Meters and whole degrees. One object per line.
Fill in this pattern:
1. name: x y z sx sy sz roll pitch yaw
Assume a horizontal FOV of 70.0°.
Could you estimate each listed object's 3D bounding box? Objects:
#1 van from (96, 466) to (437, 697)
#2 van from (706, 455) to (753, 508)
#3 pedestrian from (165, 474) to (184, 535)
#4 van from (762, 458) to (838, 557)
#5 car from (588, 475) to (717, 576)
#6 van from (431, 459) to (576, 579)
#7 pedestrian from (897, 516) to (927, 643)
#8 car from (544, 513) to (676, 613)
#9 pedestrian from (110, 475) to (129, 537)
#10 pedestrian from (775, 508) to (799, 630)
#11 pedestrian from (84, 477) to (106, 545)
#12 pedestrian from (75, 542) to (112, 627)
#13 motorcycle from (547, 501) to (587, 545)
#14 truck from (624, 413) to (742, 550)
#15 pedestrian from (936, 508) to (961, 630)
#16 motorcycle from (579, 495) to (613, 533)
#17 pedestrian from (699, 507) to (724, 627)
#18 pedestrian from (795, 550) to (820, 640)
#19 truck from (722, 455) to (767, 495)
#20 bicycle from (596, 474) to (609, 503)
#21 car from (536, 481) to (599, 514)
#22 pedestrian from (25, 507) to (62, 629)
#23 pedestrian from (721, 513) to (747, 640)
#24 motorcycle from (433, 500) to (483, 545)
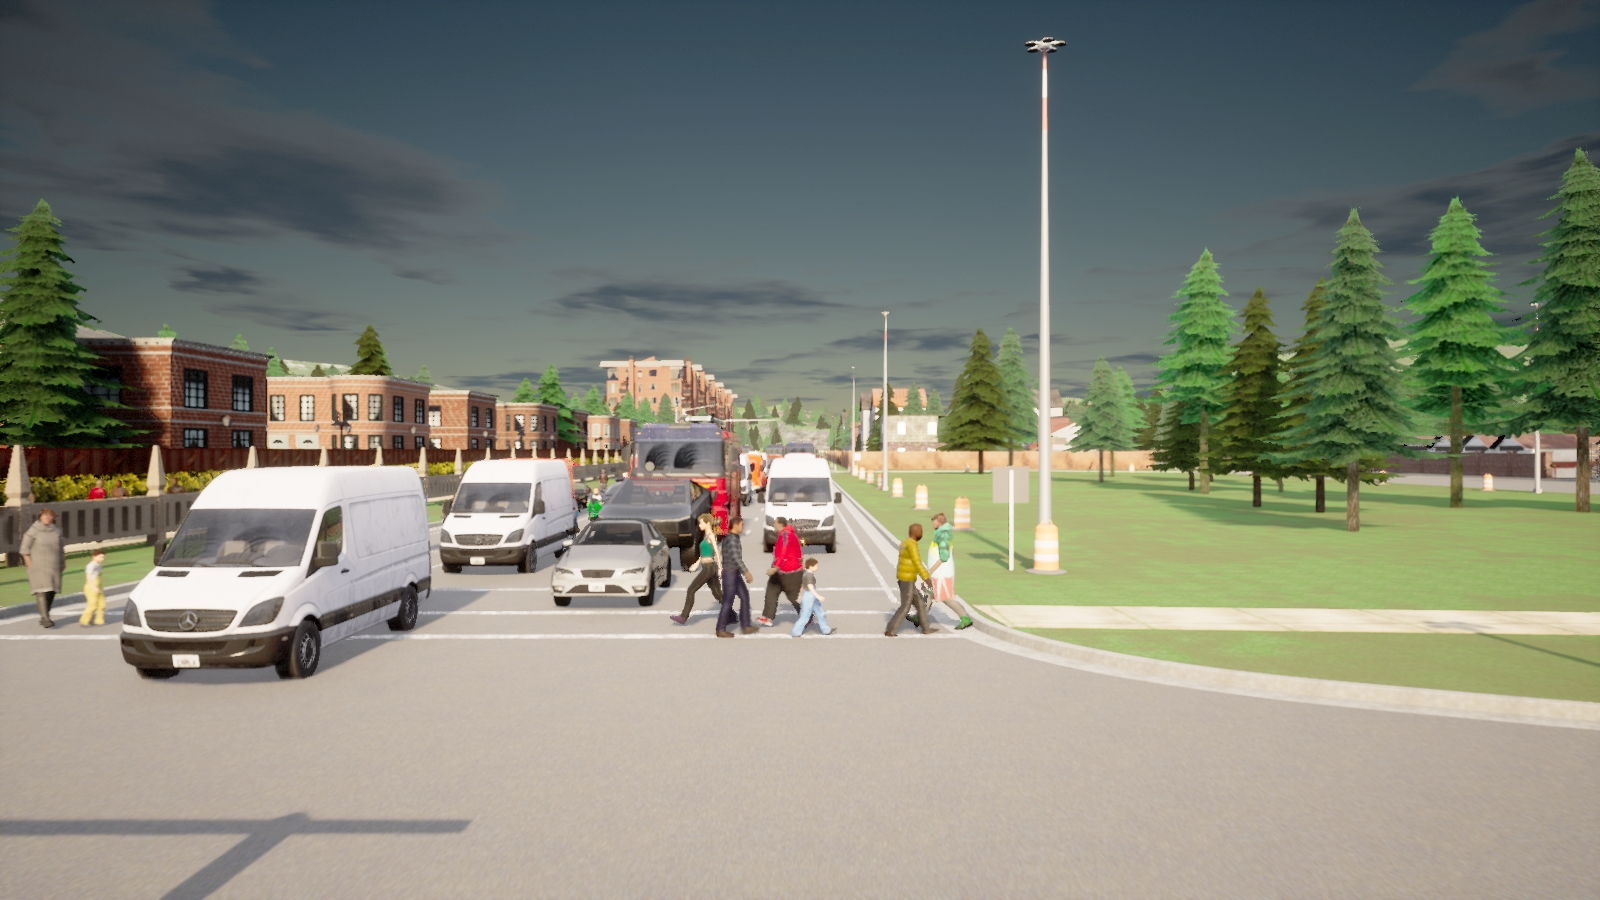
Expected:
1. van: -6.998 1.532 15.934 1.988 2.561 5.915 0 0 0
2. van: -3.501 1.525 57.700 1.988 2.561 5.915 0 0 0
3. pedestrian: -19.353 1.690 35.375 0.375 1.860 0.375 0 0 4
4. van: 0.001 1.529 32.937 1.988 2.561 5.915 0 0 0
5. car: -3.502 1.748 28.477 2.390 2.098 6.274 0 0 0
6. van: -6.998 1.530 27.708 1.988 2.561 5.915 0 0 0
7. pedestrian: 1.680 1.942 17.184 0.375 1.860 0.375 0 0 -6
8. car: -3.503 2.061 21.774 1.816 1.474 4.193 0 0 0
9. pedestrian: -20.529 1.692 34.487 0.375 1.860 0.375 0 0 -8
10. pedestrian: -0.198 1.845 17.815 0.375 1.860 0.375 0 0 -1
11. pedestrian: -19.538 1.690 31.678 0.375 1.860 0.375 0 0 4
12. pedestrian: -11.181 2.125 18.082 0.375 1.300 0.375 0 0 -7
13. motorcycle: -7.003 2.179 34.432 0.803 1.199 2.033 0 0 0
14. truck: -3.499 0.884 36.324 2.891 3.827 8.468 0 0 0
15. pedestrian: 2.307 1.845 17.805 0.375 1.860 0.375 0 0 7
16. motorcycle: -7.002 2.178 39.363 0.803 1.199 2.033 0 0 0
17. pedestrian: -1.402 1.845 18.084 0.375 1.860 0.375 0 0 -7
18. pedestrian: 0.111 2.157 17.107 0.375 1.300 0.375 0 0 1
19. truck: -3.504 1.555 73.192 2.627 2.467 5.204 0 0 0
20. bicycle: -10.499 2.049 60.742 0.329 1.471 1.835 0 0 0
21. car: -10.504 2.146 51.904 1.895 1.301 4.718 0 0 0
22. pedestrian: -11.880 1.845 17.945 0.375 1.860 0.375 0 0 32
23. pedestrian: -0.988 1.891 17.116 0.375 1.860 0.375 0 0 0
24. motorcycle: -10.502 2.198 35.188 0.867 1.251 2.209 0 0 0
